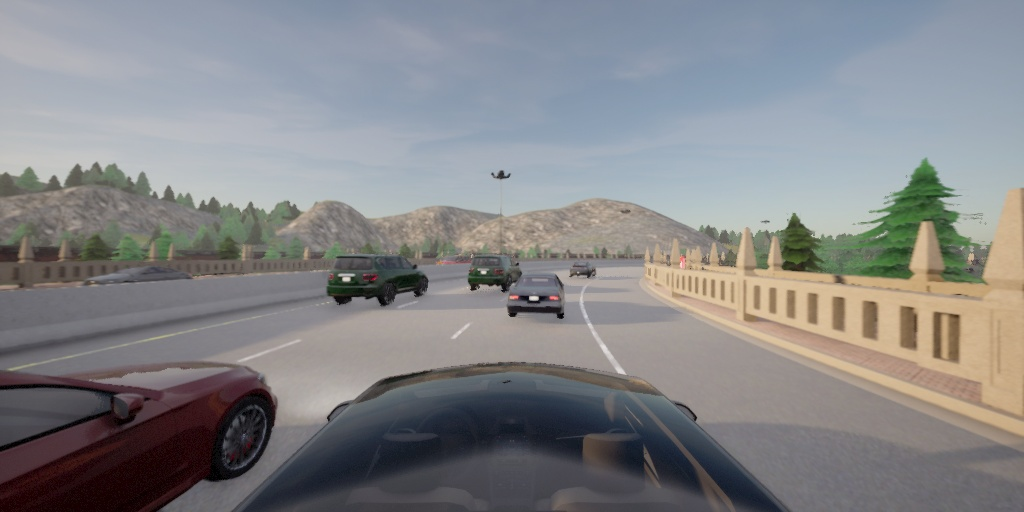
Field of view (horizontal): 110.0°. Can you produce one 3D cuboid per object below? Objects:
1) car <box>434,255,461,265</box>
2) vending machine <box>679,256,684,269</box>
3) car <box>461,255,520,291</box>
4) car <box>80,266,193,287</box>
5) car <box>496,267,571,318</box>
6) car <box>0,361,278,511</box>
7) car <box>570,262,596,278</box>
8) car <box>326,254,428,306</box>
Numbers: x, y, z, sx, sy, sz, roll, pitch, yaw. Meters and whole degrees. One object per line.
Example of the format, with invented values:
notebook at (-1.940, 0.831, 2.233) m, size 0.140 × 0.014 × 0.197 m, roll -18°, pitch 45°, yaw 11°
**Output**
car at (-6.372, 0.942, 39.236) m, size 2.150 × 2.045 × 5.566 m, roll 0°, pitch 0°, yaw 23°
vending machine at (20.183, 1.037, 43.185) m, size 1.100 × 2.100 × 0.880 m, roll 0°, pitch 0°, yaw 32°
car at (-0.897, 0.967, 21.619) m, size 2.150 × 2.045 × 5.566 m, roll 0°, pitch 0°, yaw 13°
car at (-19.424, 1.223, 18.829) m, size 1.994 × 1.385 × 4.181 m, roll 0°, pitch 0°, yaw 10°
car at (1.005, 1.302, 13.091) m, size 2.033 × 1.411 × 5.357 m, roll 0°, pitch 0°, yaw 8°
car at (-3.309, 1.260, 1.710) m, size 1.812 × 1.442 × 4.674 m, roll 0°, pitch 0°, yaw 0°
car at (6.770, 1.272, 33.924) m, size 2.128 × 1.511 × 4.902 m, roll 0°, pitch 0°, yaw 22°
car at (-5.625, 0.945, 15.739) m, size 2.150 × 2.045 × 5.566 m, roll 0°, pitch 0°, yaw 9°
